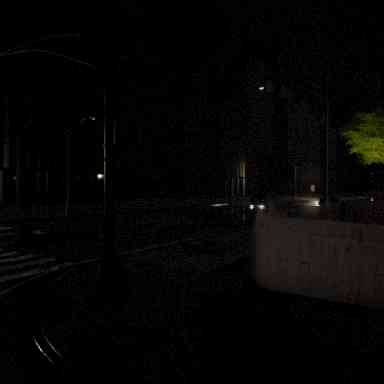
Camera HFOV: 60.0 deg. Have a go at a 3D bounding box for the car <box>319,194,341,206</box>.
[{"bbox_3d":[17.903,1.001,43.149,1.837,1.490,4.892,0,1,35],"label":"car"}]

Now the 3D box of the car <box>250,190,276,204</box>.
[{"bbox_3d":[10.768,0.702,49.954,2.150,2.045,5.566,0,1,35],"label":"car"}]
